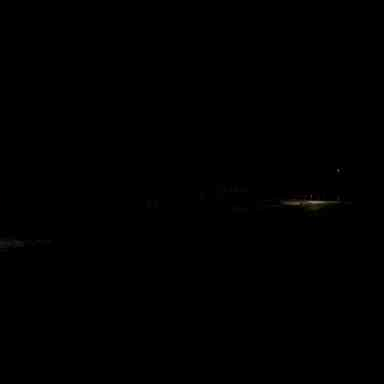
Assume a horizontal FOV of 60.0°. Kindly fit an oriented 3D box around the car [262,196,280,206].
[{"bbox_3d":[12.513,1.451,52.531,1.837,1.490,4.892,0,0,31],"label":"car"}]
